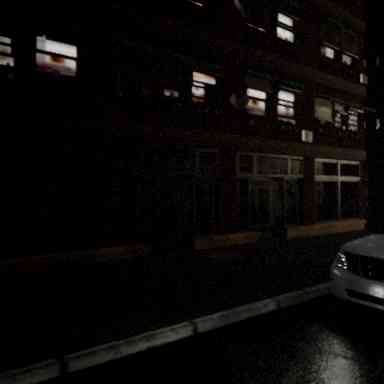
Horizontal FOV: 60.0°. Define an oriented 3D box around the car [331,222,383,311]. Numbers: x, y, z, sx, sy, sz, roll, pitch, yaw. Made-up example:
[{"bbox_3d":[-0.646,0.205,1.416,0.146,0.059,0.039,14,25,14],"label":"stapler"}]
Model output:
[{"bbox_3d":[5.222,1.214,6.765,5.566,2.045,2.150,0,0,-34],"label":"car"}]
